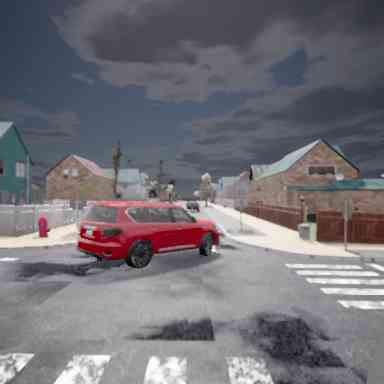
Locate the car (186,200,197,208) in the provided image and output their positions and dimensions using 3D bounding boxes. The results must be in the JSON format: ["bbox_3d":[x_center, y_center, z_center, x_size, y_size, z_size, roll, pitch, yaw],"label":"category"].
[{"bbox_3d":[-0.007,2.282,62.618,1.994,1.385,4.181,0,-1,0],"label":"car"}]

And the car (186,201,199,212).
[{"bbox_3d":[0.092,2.029,47.861,1.837,1.490,4.892,0,-1,0],"label":"car"}]

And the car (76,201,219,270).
[{"bbox_3d":[-1.305,1.370,11.892,2.150,2.045,5.566,3,0,41],"label":"car"}]
